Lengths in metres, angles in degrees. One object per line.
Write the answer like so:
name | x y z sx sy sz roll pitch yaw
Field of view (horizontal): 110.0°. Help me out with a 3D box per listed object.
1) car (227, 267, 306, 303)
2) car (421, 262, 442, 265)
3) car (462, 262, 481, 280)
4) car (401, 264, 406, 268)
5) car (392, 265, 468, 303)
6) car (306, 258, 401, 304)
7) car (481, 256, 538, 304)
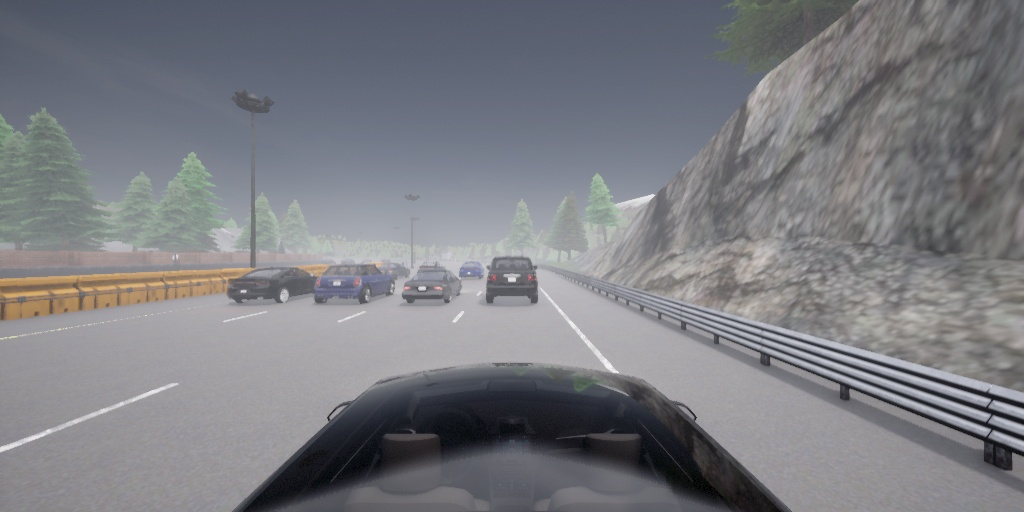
car | -10.495 1.232 16.493 1.882 1.535 5.008 0 0 0
car | -6.976 1.242 31.489 2.128 1.511 4.902 0 0 0
car | -3.476 1.232 31.485 1.882 1.535 5.008 0 0 0
car | -10.476 1.310 31.493 2.033 1.411 5.357 0 0 0
car | -3.495 1.310 16.485 2.033 1.411 5.357 0 0 0
car | -6.995 1.113 16.459 2.097 1.767 4.553 0 0 0
car | 0.005 1.005 16.510 2.150 2.045 5.566 0 0 0
